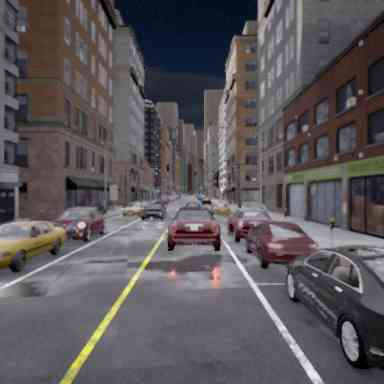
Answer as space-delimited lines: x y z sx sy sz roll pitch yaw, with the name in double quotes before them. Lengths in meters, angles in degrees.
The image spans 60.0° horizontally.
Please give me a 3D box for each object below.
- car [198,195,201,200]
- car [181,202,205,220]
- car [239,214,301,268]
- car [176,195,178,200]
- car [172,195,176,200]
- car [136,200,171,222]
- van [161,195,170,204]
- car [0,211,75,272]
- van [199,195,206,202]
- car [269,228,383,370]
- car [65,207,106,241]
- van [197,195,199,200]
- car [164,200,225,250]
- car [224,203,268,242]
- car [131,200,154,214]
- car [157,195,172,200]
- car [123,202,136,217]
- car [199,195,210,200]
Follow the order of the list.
"car" 2.850 1.863 71.000 1.947 1.339 4.313 0 0 0
"car" 0.093 1.684 30.716 1.994 1.385 4.181 0 0 0
"car" 2.855 1.625 11.097 1.802 1.307 4.206 0 0 0
"car" -5.677 1.838 93.006 1.967 1.590 4.097 0 0 0
"car" -5.676 1.788 82.003 1.967 1.590 4.097 0 0 0
"car" -3.099 1.658 28.161 2.033 1.411 5.357 0 0 0
"van" -5.676 1.639 71.001 1.690 1.788 3.998 0 0 0
"car" -5.671 1.568 10.927 1.752 1.417 4.829 0 0 0
"van" 2.848 1.739 93.007 1.690 1.788 3.998 0 0 0
"car" 2.855 1.572 5.572 2.008 1.369 4.403 0 0 0
"car" -5.671 1.504 16.623 1.967 1.590 4.097 0 0 0
"van" 2.849 1.689 82.004 1.690 1.788 3.998 0 0 0
"car" 0.093 1.409 14.756 2.097 1.767 4.553 0 0 0
"car" 2.854 1.504 16.623 1.967 1.590 4.097 0 0 0
"car" -5.673 1.705 38.725 2.008 1.369 4.403 0 0 0
"car" -5.676 1.588 65.500 2.192 1.841 5.009 0 0 0
"car" -5.672 1.656 33.030 1.752 1.417 4.829 0 0 0
"car" 2.851 1.817 65.499 1.887 1.381 4.507 0 0 0
